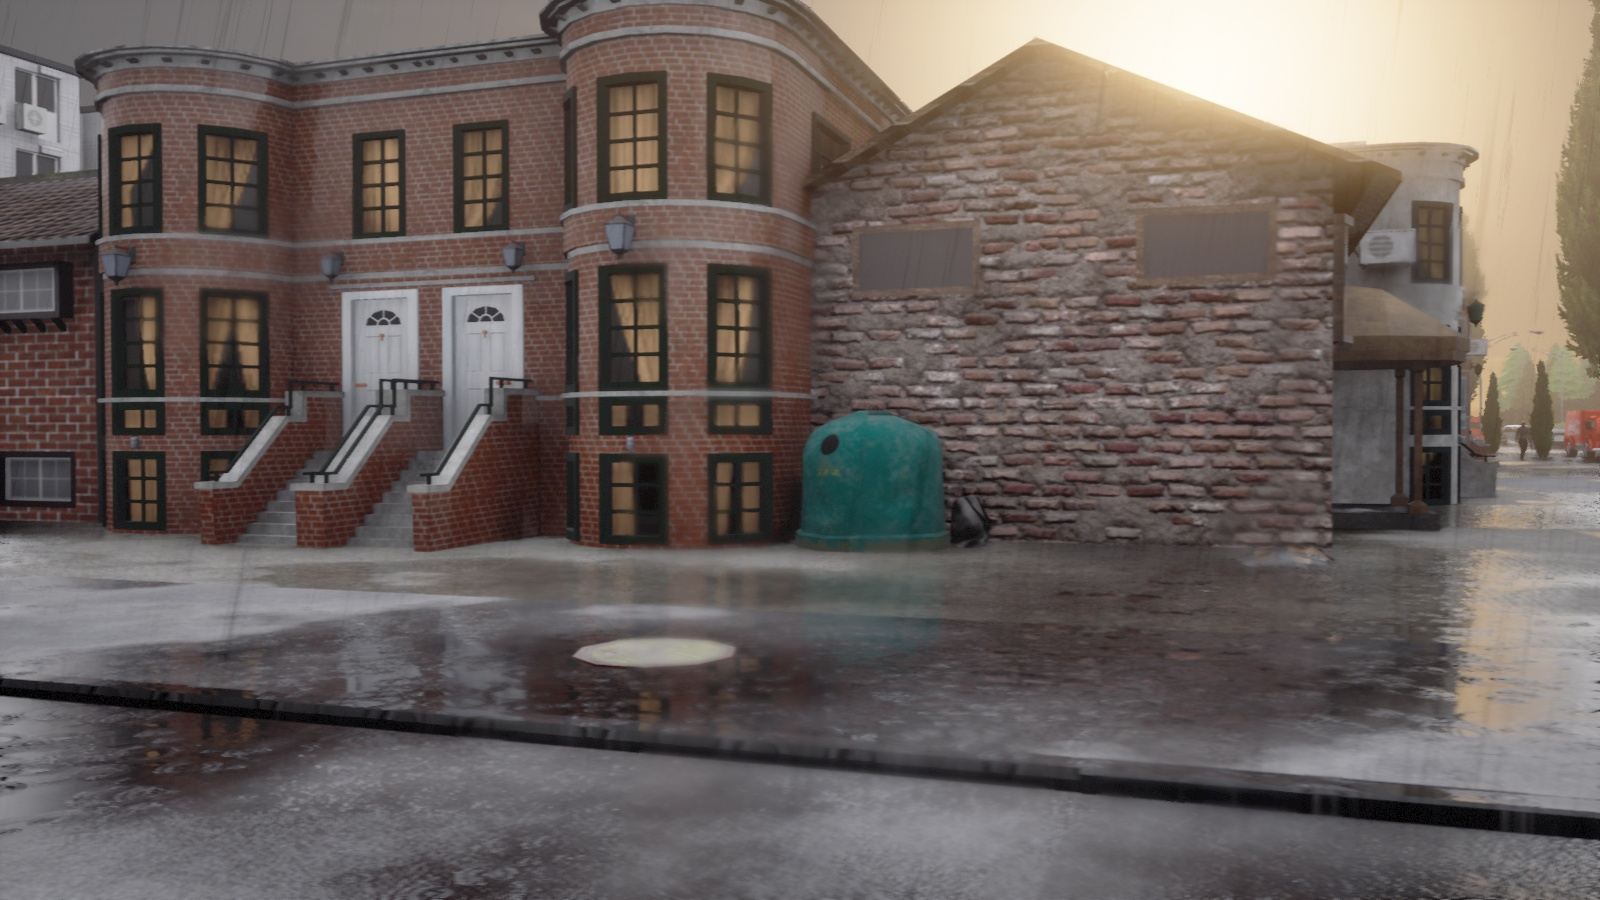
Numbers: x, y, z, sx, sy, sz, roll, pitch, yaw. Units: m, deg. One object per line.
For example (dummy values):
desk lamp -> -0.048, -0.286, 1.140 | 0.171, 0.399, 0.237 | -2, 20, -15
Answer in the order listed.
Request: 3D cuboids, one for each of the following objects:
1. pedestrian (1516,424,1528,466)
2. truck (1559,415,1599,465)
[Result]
pedestrian -> 32.109, -0.220, 55.862 | 0.331, 1.846, 0.634 | 1, 1, 20
truck -> 40.876, -0.502, 64.027 | 2.627, 2.467, 5.204 | 1, 1, 19
